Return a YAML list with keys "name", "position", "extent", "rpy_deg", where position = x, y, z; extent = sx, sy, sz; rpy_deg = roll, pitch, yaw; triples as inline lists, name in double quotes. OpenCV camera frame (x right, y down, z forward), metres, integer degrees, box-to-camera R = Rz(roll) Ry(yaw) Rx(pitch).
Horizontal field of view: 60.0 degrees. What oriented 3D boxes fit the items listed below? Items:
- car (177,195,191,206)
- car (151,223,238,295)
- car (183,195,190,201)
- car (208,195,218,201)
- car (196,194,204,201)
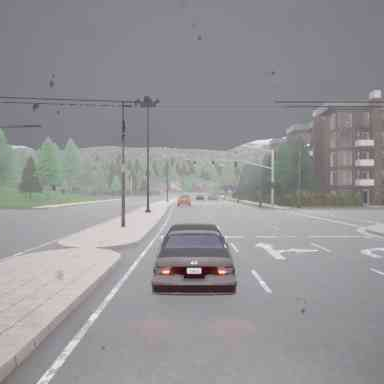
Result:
- name: "car"
  position: [-1.300, 1.352, 54.588]
  extent: [2.097, 1.767, 4.553]
  rpy_deg: [0, 0, -1]
- name: "car"
  position: [0.052, 1.547, 8.841]
  extent: [2.033, 1.411, 5.357]
  rpy_deg: [0, 0, 0]
- name: "car"
  position: [-1.431, 1.523, 85.413]
  extent: [1.812, 1.442, 4.674]
  rpy_deg: [0, 0, 0]
- name: "car"
  position: [5.569, 1.539, 85.452]
  extent: [2.033, 1.411, 5.357]
  rpy_deg: [0, 0, 0]
- name: "car"
  position: [2.069, 1.477, 85.448]
  extent: [1.882, 1.535, 5.008]
  rpy_deg: [0, 0, 0]
